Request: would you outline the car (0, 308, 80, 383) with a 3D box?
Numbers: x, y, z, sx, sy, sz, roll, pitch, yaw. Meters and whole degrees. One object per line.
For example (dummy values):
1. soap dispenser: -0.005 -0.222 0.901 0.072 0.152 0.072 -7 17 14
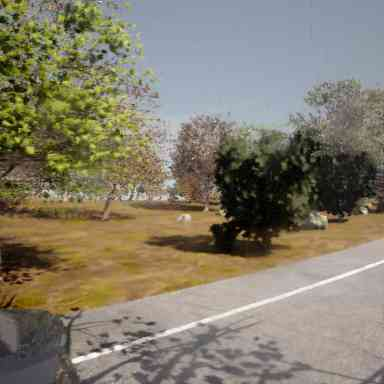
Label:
1. car: -3.109 1.518 1.610 4.892 1.490 1.837 0 0 -36
